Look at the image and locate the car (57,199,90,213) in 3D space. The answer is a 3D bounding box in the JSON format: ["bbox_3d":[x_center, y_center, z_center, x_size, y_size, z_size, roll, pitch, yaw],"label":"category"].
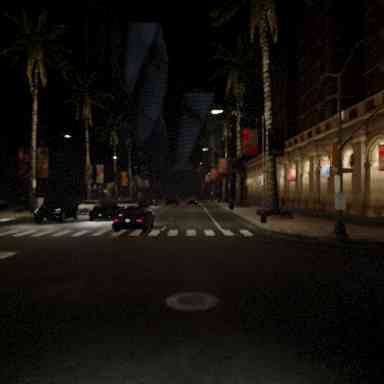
[{"bbox_3d":[-13.692,1.551,38.624,2.161,1.482,4.786,0,0,-1],"label":"car"}]

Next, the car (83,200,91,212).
[{"bbox_3d":[-10.516,1.560,34.970,1.812,1.442,4.674,0,0,0],"label":"car"}]

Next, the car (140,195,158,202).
[{"bbox_3d":[-6.982,1.406,56.189,2.097,1.767,4.553,0,0,0],"label":"car"}]

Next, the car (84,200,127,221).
[{"bbox_3d":[-7.073,1.591,27.572,1.994,1.385,4.181,0,0,0],"label":"car"}]

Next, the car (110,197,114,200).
[{"bbox_3d":[-10.501,1.644,44.905,1.895,1.301,4.718,0,0,0],"label":"car"}]

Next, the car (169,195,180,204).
[{"bbox_3d":[-3.607,1.420,68.301,2.097,1.767,4.553,0,0,-1],"label":"car"}]

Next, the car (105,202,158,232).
[{"bbox_3d":[-3.401,1.567,20.084,2.033,1.411,5.357,0,0,0],"label":"car"}]

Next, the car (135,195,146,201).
[{"bbox_3d":[-13.930,1.568,89.929,2.231,1.521,4.892,0,0,-1],"label":"car"}]

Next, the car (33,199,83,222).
[{"bbox_3d":[-10.579,1.378,26.199,2.097,1.767,4.553,0,0,0],"label":"car"}]

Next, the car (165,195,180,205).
[{"bbox_3d":[-3.499,1.408,58.229,2.097,1.767,4.553,0,0,-1],"label":"car"}]

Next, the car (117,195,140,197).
[{"bbox_3d":[-10.481,1.545,55.350,2.128,1.511,4.902,0,0,0],"label":"car"}]

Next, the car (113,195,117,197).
[{"bbox_3d":[-13.622,1.413,60.555,2.185,1.767,4.553,0,0,-1],"label":"car"}]

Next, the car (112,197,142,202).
[{"bbox_3d":[-7.013,1.561,36.165,1.812,1.442,4.674,0,0,0],"label":"car"}]

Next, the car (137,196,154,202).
[{"bbox_3d":[-7.001,1.592,46.058,2.033,1.411,5.357,0,0,0],"label":"car"}]

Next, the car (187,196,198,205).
[{"bbox_3d":[0.001,1.657,58.131,1.895,1.301,4.718,0,0,-1],"label":"car"}]

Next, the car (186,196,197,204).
[{"bbox_3d":[-0.107,1.609,68.311,2.033,1.411,5.357,0,0,-1],"label":"car"}]
